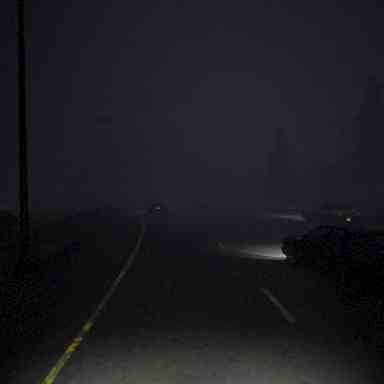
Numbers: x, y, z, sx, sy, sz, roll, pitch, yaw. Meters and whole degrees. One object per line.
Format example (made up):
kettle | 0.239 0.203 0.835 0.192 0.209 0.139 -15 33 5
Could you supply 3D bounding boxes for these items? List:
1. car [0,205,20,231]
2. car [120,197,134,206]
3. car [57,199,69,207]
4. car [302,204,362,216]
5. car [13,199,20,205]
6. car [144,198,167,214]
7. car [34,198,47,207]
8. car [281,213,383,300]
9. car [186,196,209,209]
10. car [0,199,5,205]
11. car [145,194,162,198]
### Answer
car | -11.853 1.754 19.542 2.033 1.411 5.357 -1 0 -7
car | -11.807 1.719 60.386 1.837 1.490 4.892 1 -1 -24
car | -23.088 1.972 59.418 2.033 1.411 5.357 -1 0 -24
car | 9.508 1.444 23.130 1.895 1.301 4.718 -1 0 -9
car | -32.308 2.016 62.428 1.837 1.490 4.892 -1 0 -27
car | -4.004 1.640 36.397 1.994 1.385 4.181 -1 0 -14
car | -28.272 1.832 62.162 2.097 1.767 4.553 -1 0 -25
car | 3.968 1.482 8.243 2.033 1.411 5.357 -1 0 -5
car | 0.724 1.350 45.754 2.097 1.767 4.553 -1 0 -17
car | -37.939 2.045 65.505 1.994 1.385 4.181 -1 0 -29
car | -6.760 1.349 57.750 2.150 2.045 5.566 0 0 -23
